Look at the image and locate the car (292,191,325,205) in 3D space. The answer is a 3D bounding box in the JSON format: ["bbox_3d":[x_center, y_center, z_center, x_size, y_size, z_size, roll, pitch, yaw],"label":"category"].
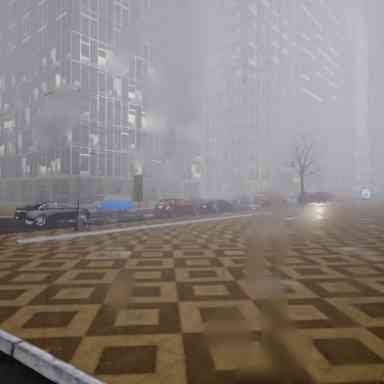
[{"bbox_3d":[17.166,0.885,48.835,2.192,1.841,5.009,1,1,40],"label":"car"}]

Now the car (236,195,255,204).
[{"bbox_3d":[7.107,1.148,49.952,1.947,1.339,4.313,1,1,40],"label":"car"}]

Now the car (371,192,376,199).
[{"bbox_3d":[39.285,0.848,74.833,2.008,1.369,4.403,1,1,40],"label":"car"}]

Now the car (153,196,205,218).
[{"bbox_3d":[-1.175,1.240,27.097,1.967,1.590,4.097,1,1,40],"label":"car"}]

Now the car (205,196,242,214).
[{"bbox_3d":[2.468,1.320,31.467,1.947,1.339,4.313,1,1,40],"label":"car"}]

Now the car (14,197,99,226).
[{"bbox_3d":[-9.097,1.352,22.138,2.128,1.511,4.902,0,1,40],"label":"car"}]

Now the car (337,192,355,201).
[{"bbox_3d":[28.335,0.957,61.964,1.752,1.417,4.829,1,1,40],"label":"car"}]

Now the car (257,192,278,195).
[{"bbox_3d":[11.329,1.099,46.052,2.128,1.511,4.902,0,1,41],"label":"car"}]

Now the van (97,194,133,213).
[{"bbox_3d":[-7.729,1.106,32.699,1.690,1.788,3.998,1,1,40],"label":"van"}]

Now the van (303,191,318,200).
[{"bbox_3d":[25.543,0.695,71.611,1.690,1.788,3.998,1,1,40],"label":"van"}]

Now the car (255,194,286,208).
[{"bbox_3d":[9.791,1.244,40.174,1.802,1.307,4.206,1,1,40],"label":"car"}]

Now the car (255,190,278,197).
[{"bbox_3d":[11.412,0.786,50.866,2.150,2.045,5.566,0,1,40],"label":"car"}]

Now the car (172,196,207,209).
[{"bbox_3d":[-0.272,1.218,41.294,1.887,1.381,4.507,1,1,40],"label":"car"}]

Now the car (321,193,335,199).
[{"bbox_3d":[32.916,0.829,80.280,1.947,1.339,4.313,1,1,40],"label":"car"}]

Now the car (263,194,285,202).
[{"bbox_3d":[14.482,1.056,58.617,1.947,1.339,4.313,1,1,40],"label":"car"}]

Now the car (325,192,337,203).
[{"bbox_3d":[20.852,0.840,53.167,2.192,1.841,5.009,1,1,40],"label":"car"}]

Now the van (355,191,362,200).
[{"bbox_3d":[35.600,0.683,70.497,1.690,1.788,3.998,1,1,40],"label":"van"}]
